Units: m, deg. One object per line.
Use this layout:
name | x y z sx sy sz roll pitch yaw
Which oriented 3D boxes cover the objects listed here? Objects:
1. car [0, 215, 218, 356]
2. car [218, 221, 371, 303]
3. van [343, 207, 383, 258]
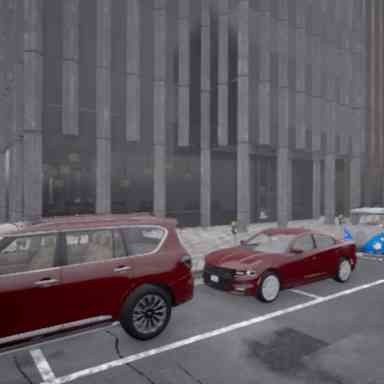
car | -2.278 1.321 5.028 5.009 1.841 2.192 0 0 -36
car | 2.310 1.590 8.301 4.507 1.381 1.887 0 0 -36
van | 6.900 1.425 11.576 3.998 1.788 1.690 0 0 -36
